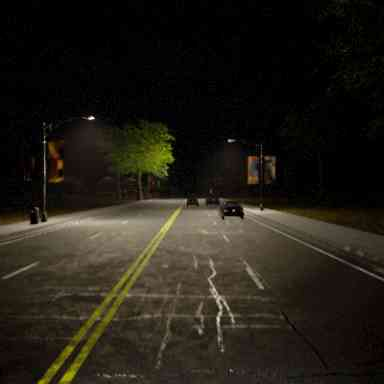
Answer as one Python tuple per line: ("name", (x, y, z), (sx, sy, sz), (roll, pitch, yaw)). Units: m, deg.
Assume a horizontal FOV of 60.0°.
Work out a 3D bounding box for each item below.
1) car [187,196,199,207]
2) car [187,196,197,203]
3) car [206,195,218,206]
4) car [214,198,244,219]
("car", (0.102, 1.470, 50.656), (2.033, 1.411, 5.357), (0, 0, 0))
("car", (0.003, 1.491, 66.781), (1.895, 1.301, 4.718), (0, 0, 0))
("car", (3.255, 1.270, 52.528), (2.097, 1.767, 4.553), (0, 0, 0))
("car", (3.294, 1.507, 28.483), (2.033, 1.411, 5.357), (0, 0, 1))
